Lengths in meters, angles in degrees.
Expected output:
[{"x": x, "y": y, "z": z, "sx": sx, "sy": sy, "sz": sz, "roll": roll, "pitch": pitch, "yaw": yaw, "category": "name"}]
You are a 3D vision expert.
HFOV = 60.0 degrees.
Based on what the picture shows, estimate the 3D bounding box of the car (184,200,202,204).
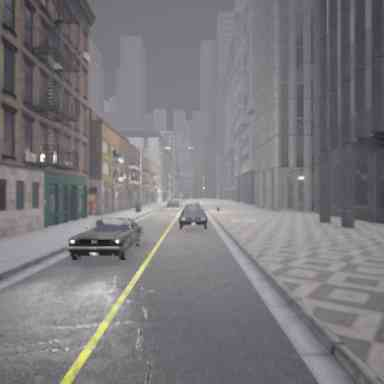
[{"x": 0.086, "y": 1.706, "z": 38.206, "sx": 2.128, "sy": 1.511, "sz": 4.902, "roll": 0, "pitch": 0, "yaw": 0, "category": "car"}]

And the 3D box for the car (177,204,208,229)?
[{"x": 0.084, "y": 1.726, "z": 22.914, "sx": 1.895, "sy": 1.301, "sz": 4.718, "roll": 0, "pitch": 0, "yaw": 0, "category": "car"}]

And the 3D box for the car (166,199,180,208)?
[{"x": -3.053, "y": 1.884, "z": 53.867, "sx": 1.994, "sy": 1.385, "sz": 4.181, "roll": 0, "pitch": 0, "yaw": 0, "category": "car"}]

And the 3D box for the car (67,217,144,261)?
[{"x": -3.098, "y": 1.669, "z": 12.750, "sx": 1.895, "sy": 1.301, "sz": 4.718, "roll": 0, "pitch": 0, "yaw": 0, "category": "car"}]
